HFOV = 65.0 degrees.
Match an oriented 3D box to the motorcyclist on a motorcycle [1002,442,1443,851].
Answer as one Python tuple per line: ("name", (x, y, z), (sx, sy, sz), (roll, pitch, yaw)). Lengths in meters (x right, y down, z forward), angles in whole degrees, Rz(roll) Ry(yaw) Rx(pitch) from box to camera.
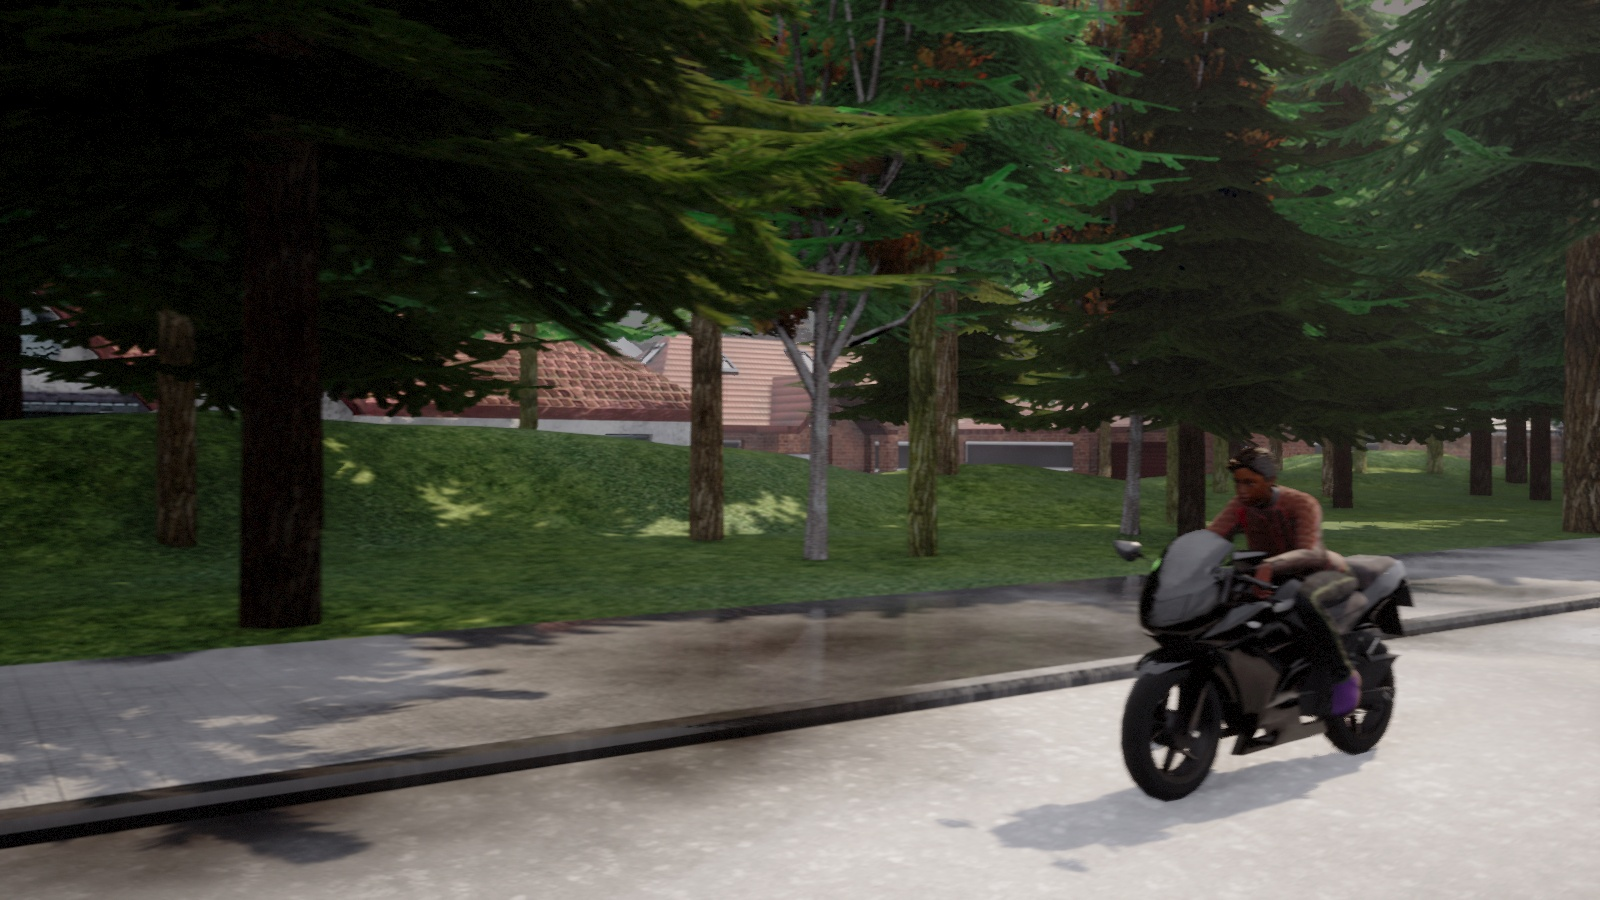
("motorcyclist on a motorcycle", (1.935, 0.735, 5.615), (2.044, 1.523, 0.797), (-1, 0, -35))
